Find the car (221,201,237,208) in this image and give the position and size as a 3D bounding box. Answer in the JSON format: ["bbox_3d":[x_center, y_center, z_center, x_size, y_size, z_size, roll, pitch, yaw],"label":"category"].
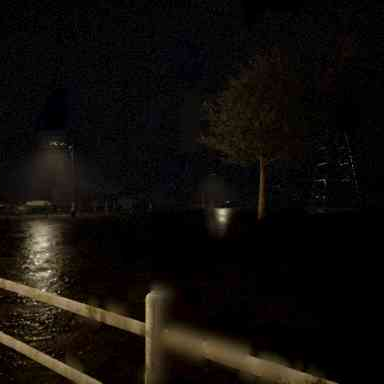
[{"bbox_3d":[7.718,2.626,69.445,1.994,1.385,4.181,-2,-2,36],"label":"car"}]

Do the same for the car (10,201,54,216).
[{"bbox_3d":[-18.716,1.808,38.940,2.097,1.767,4.553,-2,-2,36],"label":"car"}]

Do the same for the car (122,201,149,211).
[{"bbox_3d":[-8.859,2.234,52.663,2.128,1.511,4.902,-2,-2,36],"label":"car"}]
